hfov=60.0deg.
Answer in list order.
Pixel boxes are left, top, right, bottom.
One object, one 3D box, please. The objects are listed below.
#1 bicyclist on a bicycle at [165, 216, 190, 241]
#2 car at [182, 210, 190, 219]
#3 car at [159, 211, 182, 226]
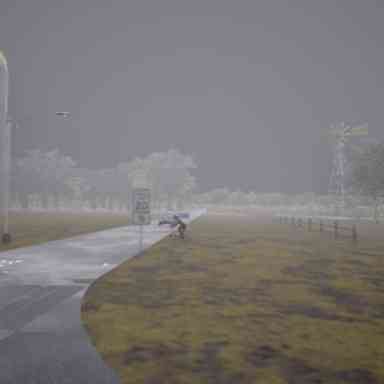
[{"bbox_3d":[-0.915,2.396,21.768,1.656,1.620,0.582,1,-2,4],"label":"bicyclist on a bicycle"},{"bbox_3d":[-1.473,4.105,60.315,1.882,1.535,5.008,0,-3,4],"label":"car"},{"bbox_3d":[-2.787,3.265,39.832,2.033,1.411,5.357,0,-3,4],"label":"car"}]
